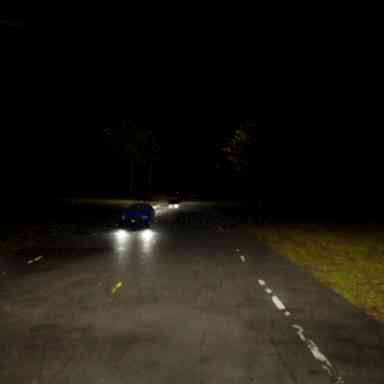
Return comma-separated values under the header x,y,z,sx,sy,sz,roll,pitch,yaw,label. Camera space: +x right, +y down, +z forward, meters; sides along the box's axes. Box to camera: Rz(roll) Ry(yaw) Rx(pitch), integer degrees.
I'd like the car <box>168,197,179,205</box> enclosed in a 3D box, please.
x,y,z,sx,sy,sz,roll,pitch,yaw,label
-3.523,1.659,63.509,2.128,1.511,4.902,0,0,1,car

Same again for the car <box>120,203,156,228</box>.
x,y,z,sx,sy,sz,roll,pitch,yaw,label
-3.598,1.520,22.873,1.882,1.535,5.008,0,0,0,car
